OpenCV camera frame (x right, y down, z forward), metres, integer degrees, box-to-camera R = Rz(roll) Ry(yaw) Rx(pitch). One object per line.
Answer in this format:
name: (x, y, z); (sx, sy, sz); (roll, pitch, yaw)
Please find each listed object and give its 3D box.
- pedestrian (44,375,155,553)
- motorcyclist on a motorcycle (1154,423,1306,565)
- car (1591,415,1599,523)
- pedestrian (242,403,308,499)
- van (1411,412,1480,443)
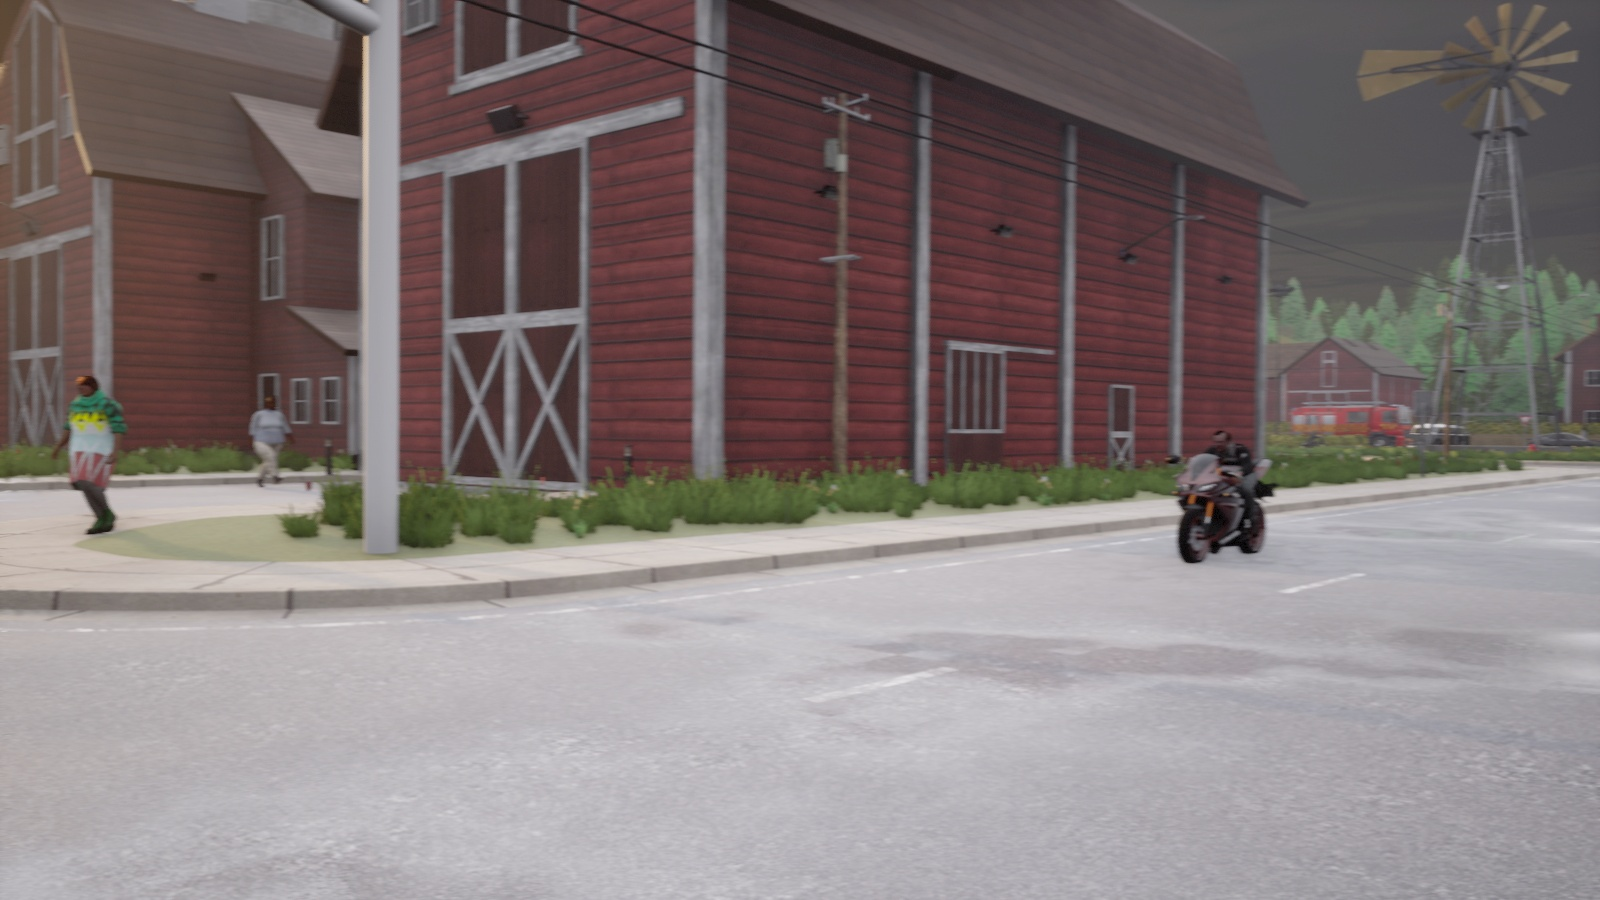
pedestrian: (-7.923, 0.146, 14.226); (0.659, 1.952, 0.873); (0, 1, 10)
motorcyclist on a motorcycle: (5.056, 0.460, 14.674); (0.866, 1.530, 2.191); (0, 1, 43)
car: (13.549, 0.223, 18.701); (2.128, 1.511, 4.902); (0, 1, 43)
pedestrian: (-10.432, 0.003, 24.946); (0.900, 1.855, 0.874); (0, 1, 42)
van: (43.945, -1.544, 85.516); (4.480, 2.038, 2.069); (0, 1, -30)
